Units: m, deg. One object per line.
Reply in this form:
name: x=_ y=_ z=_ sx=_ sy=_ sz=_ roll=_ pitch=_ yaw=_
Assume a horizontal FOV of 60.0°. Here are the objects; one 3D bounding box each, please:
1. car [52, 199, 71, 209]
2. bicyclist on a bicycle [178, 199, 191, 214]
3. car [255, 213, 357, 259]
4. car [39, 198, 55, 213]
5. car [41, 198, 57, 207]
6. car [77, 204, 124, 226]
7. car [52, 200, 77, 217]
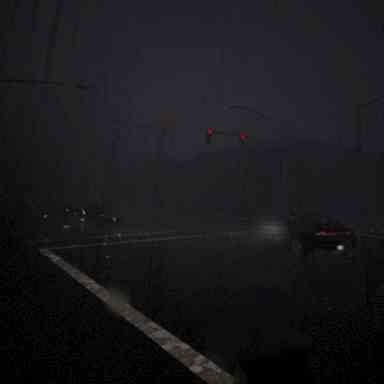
car: x=-20.468 y=1.880 z=52.118 sx=1.994 sy=1.385 sz=4.181 roll=0 pitch=0 yaw=-33
bicyclist on a bicycle: x=-0.810 y=1.530 z=36.028 sx=1.656 sy=1.620 sz=0.582 roll=0 pitch=0 yaw=-34
car: x=4.162 y=1.577 z=13.039 sx=2.128 sy=1.511 sz=4.902 roll=0 pitch=0 yaw=-15
car: x=-17.944 y=1.731 z=41.845 sx=1.882 sy=1.535 sz=5.008 roll=0 pitch=0 yaw=-34
car: x=-26.048 y=1.890 z=60.331 sx=1.812 sy=1.442 sz=4.674 roll=0 pitch=0 yaw=-34
car: x=-6.763 y=1.647 z=25.194 sx=2.128 sy=1.511 sz=4.902 roll=0 pitch=0 yaw=-34
car: x=-12.315 y=1.805 z=33.454 sx=1.895 sy=1.301 sz=4.718 roll=0 pitch=0 yaw=-34
